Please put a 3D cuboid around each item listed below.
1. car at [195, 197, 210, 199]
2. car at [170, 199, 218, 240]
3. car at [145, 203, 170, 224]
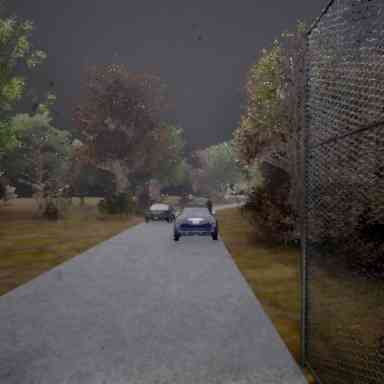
[{"bbox_3d":[1.366,1.576,39.884,2.150,2.045,5.566,0,-1,5],"label":"car"},{"bbox_3d":[0.205,1.425,17.451,2.097,1.767,4.553,0,0,1],"label":"car"},{"bbox_3d":[-2.482,1.641,26.610,1.882,1.535,5.008,0,-1,3],"label":"car"}]
